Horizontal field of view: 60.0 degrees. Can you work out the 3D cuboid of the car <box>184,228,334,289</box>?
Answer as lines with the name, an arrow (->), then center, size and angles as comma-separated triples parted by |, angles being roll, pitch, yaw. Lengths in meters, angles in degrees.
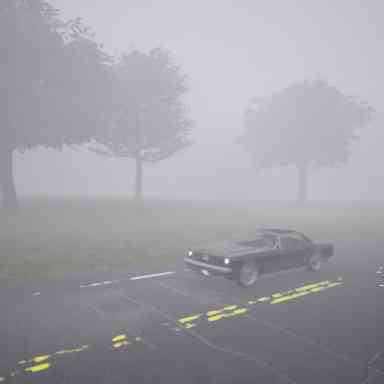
car -> 2.104, 1.771, 9.829 | 4.718, 1.301, 1.895 | 1, -1, -37
